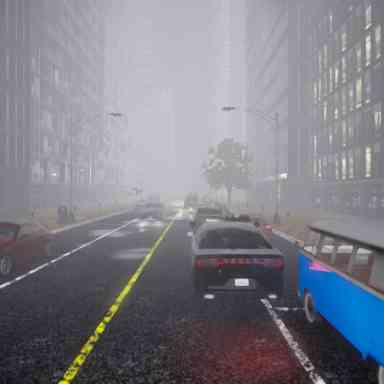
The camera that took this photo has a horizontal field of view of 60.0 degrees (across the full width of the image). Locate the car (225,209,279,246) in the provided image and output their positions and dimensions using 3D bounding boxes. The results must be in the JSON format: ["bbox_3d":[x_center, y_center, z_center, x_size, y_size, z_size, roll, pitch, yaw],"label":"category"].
[{"bbox_3d":[2.687,1.581,15.833,1.802,1.307,4.206,0,0,0],"label":"car"}]

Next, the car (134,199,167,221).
[{"bbox_3d":[-3.105,1.546,27.466,2.033,1.411,5.357,0,0,0],"label":"car"}]

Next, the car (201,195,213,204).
[{"bbox_3d":[2.679,1.410,61.373,1.967,1.590,4.097,0,0,0],"label":"car"}]

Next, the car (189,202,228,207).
[{"bbox_3d":[0.896,1.505,18.468,1.837,1.490,4.892,0,0,0],"label":"car"}]

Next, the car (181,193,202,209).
[{"bbox_3d":[0.002,1.344,45.578,2.097,1.767,4.553,0,0,1],"label":"car"}]

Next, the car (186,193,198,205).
[{"bbox_3d":[-0.012,1.195,59.244,2.150,2.045,5.566,0,0,0],"label":"car"}]

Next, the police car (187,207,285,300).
[{"bbox_3d":[0.899,1.425,8.578,1.930,1.638,5.238,0,0,0],"label":"police car"}]

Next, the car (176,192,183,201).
[{"bbox_3d":[-3.018,1.146,86.559,2.150,2.045,5.566,0,0,0],"label":"car"}]

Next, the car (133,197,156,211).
[{"bbox_3d":[-5.698,1.548,38.605,2.008,1.369,4.403,0,0,0],"label":"car"}]

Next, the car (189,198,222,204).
[{"bbox_3d":[0.895,1.455,24.658,1.801,1.575,5.366,0,0,0],"label":"car"}]

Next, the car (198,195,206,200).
[{"bbox_3d":[2.674,1.462,89.836,1.887,1.381,4.507,0,0,0],"label":"car"}]

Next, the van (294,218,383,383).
[{"bbox_3d":[2.690,1.341,4.449,1.690,1.788,3.998,0,0,0],"label":"van"}]

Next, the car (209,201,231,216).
[{"bbox_3d":[2.684,1.581,32.911,1.802,1.307,4.206,0,0,0],"label":"car"}]

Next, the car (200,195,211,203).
[{"bbox_3d":[2.678,1.401,67.065,1.967,1.590,4.097,0,0,0],"label":"car"}]

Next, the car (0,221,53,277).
[{"bbox_3d":[-5.692,1.582,10.142,1.802,1.307,4.206,0,0,0],"label":"car"}]

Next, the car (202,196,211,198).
[{"bbox_3d":[2.682,1.544,44.296,2.008,1.369,4.403,0,0,0],"label":"car"}]

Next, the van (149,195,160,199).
[{"bbox_3d":[-5.699,1.328,49.990,1.690,1.788,3.998,0,0,0],"label":"van"}]
